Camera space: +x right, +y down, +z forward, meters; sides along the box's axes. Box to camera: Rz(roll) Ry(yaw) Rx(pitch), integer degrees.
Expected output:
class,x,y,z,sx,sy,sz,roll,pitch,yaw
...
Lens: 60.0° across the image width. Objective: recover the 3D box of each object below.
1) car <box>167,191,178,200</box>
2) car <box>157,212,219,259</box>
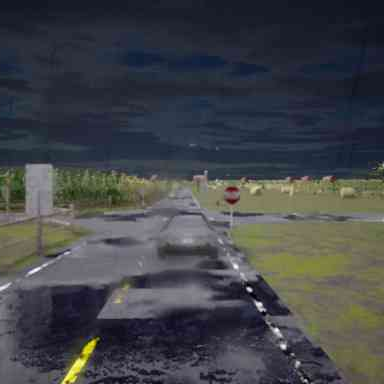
class,x,y,z,sx,sy,sz,roll,pitch,yaw
car,-3.633,0.618,61.420,2.128,1.511,4.902,0,1,0
car,-0.136,1.405,11.943,1.994,1.385,4.181,0,1,0
